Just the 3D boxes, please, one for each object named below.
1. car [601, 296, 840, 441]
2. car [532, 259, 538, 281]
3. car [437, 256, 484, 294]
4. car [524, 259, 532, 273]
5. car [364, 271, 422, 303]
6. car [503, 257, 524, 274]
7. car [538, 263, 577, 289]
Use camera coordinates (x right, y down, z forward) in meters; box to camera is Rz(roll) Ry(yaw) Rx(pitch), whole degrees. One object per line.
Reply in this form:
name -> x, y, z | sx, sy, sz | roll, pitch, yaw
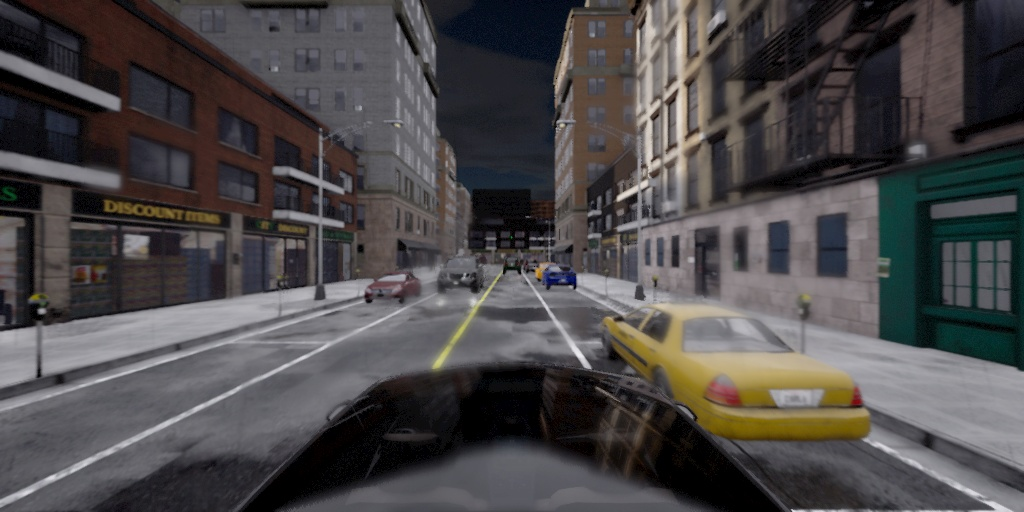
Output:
car -> 2.636, 1.286, 5.628 | 1.751, 1.417, 4.829 | 0, 0, 0
car -> 3.008, 1.308, 30.481 | 1.882, 1.535, 5.008 | 0, 0, 0
car -> -2.856, 1.024, 21.026 | 2.150, 2.045, 5.566 | 0, 0, 0
car -> 2.627, 1.438, 45.091 | 1.948, 1.339, 4.313 | 0, 0, 0
car -> -5.392, 1.374, 16.781 | 1.802, 1.307, 4.207 | 0, 0, 0
car -> 0.022, 1.096, 43.855 | 2.150, 2.045, 5.566 | 0, 0, 0
car -> 3.009, 1.288, 23.481 | 1.882, 1.535, 5.008 | 0, 0, 0
